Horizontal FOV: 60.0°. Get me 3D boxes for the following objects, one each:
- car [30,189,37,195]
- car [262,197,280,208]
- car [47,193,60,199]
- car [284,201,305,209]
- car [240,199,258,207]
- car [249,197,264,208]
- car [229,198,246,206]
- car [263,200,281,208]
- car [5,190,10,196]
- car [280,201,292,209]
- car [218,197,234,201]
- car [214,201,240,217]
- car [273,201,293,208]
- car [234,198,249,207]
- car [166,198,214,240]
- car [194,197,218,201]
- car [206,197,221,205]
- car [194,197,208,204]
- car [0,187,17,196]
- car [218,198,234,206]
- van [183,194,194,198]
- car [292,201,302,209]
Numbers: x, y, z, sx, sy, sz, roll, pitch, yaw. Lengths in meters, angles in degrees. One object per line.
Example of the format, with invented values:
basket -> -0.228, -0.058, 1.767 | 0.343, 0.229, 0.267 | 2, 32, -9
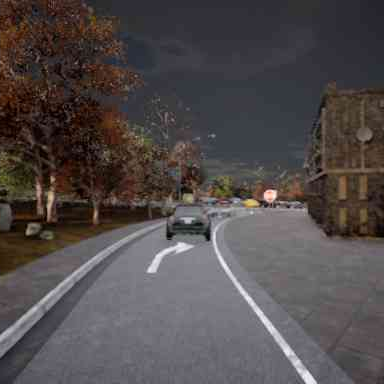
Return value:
car -> -29.661, 0.115, 64.359 | 2.185, 1.767, 4.553 | 4, -1, -13
car -> 13.231, 1.989, 61.310 | 2.435, 2.045, 5.566 | 3, -1, -13
car -> -26.971, 0.439, 64.956 | 2.097, 1.535, 5.008 | 4, -1, -13
car -> 23.729, 2.950, 77.181 | 2.231, 1.521, 4.892 | 2, -1, -13
car -> 12.838, 2.441, 74.815 | 1.946, 1.575, 5.366 | 3, -1, -13
car -> 10.510, 2.078, 60.634 | 2.097, 1.535, 5.008 | 3, -1, -13
car -> 10.121, 2.288, 74.176 | 1.946, 1.575, 5.366 | 3, -1, -13
car -> 18.177, 2.709, 75.876 | 2.097, 1.535, 5.008 | 3, -1, -13
car -> -29.229, -0.003, 50.995 | 2.097, 1.535, 5.008 | 4, -1, -13
car -> 15.936, 2.394, 61.910 | 2.231, 1.521, 4.892 | 3, -1, -13
car -> 5.093, 1.758, 59.395 | 2.163, 1.488, 4.792 | 4, -1, -13
car -> 3.308, 1.858, 33.836 | 1.895, 1.301, 4.718 | 0, -1, 18
car -> 20.891, 2.831, 76.514 | 2.097, 1.535, 5.008 | 2, -1, -13
car -> 7.809, 1.781, 60.037 | 2.185, 1.767, 4.553 | 4, -1, -13
car -> -0.039, 1.387, 17.303 | 2.097, 1.767, 4.553 | 0, 0, 4
car -> 2.403, 1.579, 58.702 | 2.163, 1.488, 4.792 | 4, -1, -13
car -> 4.618, 1.988, 72.693 | 2.002, 1.452, 4.674 | 4, -1, -13
car -> 1.912, 1.809, 72.056 | 2.002, 1.452, 4.674 | 4, -1, -13
car -> -34.922, -0.108, 63.081 | 2.002, 1.452, 4.674 | 4, -1, -13
car -> 7.442, 2.157, 73.384 | 2.163, 1.488, 4.792 | 4, -1, -13
van -> -0.639, 1.374, 71.324 | 1.878, 1.987, 4.442 | 4, 0, -13
car -> 18.642, 2.564, 62.523 | 2.163, 1.488, 4.792 | 3, -1, -13
